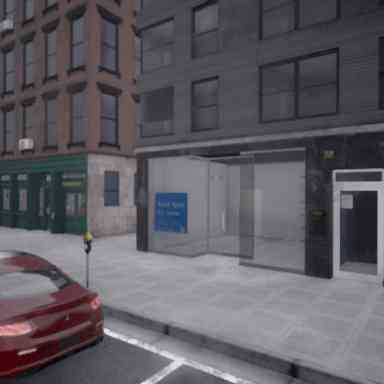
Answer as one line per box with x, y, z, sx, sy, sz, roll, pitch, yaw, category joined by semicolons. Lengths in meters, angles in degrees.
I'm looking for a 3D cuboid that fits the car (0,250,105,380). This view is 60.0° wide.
-3.089;1.565;5.025;4.206;1.307;1.802;0;0;36;car
